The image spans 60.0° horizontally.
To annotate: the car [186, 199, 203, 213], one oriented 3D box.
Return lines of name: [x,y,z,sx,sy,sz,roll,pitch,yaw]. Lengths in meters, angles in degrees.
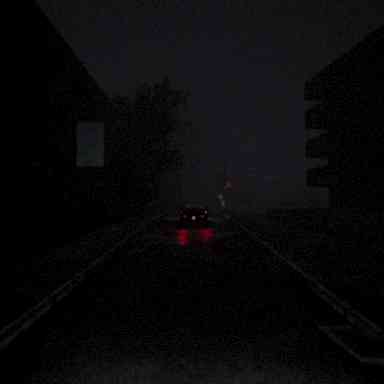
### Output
car: [0.387,1.688,40.406,1.882,1.535,5.008,0,-2,2]

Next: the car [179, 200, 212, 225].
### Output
car: [0.109,1.345,22.095,1.812,1.442,4.674,0,0,0]

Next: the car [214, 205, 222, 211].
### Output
car: [4.875,3.715,79.085,2.185,1.767,4.553,5,-5,-31]

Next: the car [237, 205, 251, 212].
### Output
car: [10.845,4.153,80.134,2.435,2.045,5.566,8,-5,-30]

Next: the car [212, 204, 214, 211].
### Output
car: [1.995,3.412,78.502,2.435,2.045,5.566,2,-4,-30]

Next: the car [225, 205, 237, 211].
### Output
car: [7.848,3.975,79.579,2.185,1.767,4.553,7,-5,-30]

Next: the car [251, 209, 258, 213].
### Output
car: [13.678,4.704,80.822,1.946,1.575,5.366,7,-5,-30]
